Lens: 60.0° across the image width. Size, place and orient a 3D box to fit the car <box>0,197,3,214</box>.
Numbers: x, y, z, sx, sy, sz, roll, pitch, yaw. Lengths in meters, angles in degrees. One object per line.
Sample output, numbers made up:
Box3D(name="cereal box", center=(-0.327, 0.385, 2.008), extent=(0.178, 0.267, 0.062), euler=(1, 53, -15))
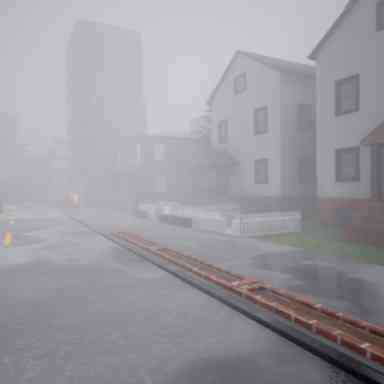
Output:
Box3D(name="car", center=(-18.218, 1.092, 29.621), extent=(2.150, 2.045, 5.566), euler=(-1, 1, -26))
